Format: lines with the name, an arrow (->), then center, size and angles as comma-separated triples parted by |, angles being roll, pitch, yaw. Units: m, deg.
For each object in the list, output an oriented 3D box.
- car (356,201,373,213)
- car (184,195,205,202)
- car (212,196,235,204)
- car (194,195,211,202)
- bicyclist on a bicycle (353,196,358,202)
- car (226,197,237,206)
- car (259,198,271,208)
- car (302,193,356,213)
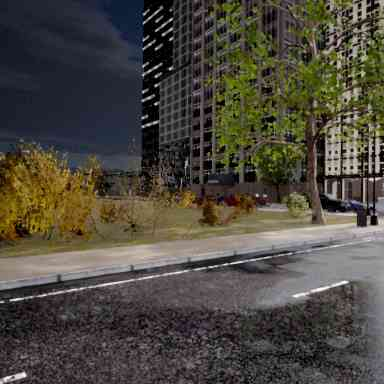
car -> 17.047, 1.497, 36.623 | 2.033, 1.411, 5.357 | 1, 0, -31
car -> 0.528, 1.395, 73.053 | 2.033, 1.411, 5.357 | 1, 0, -34
car -> 6.097, 1.526, 64.744 | 1.812, 1.442, 4.674 | 1, 0, -34
car -> 2.739, 1.305, 64.009 | 2.097, 1.767, 4.553 | 1, 0, -33
bicyclist on a bicycle -> 23.111, 1.398, 47.018 | 1.656, 1.620, 0.582 | 1, 0, -34
car -> 6.526, 1.360, 46.422 | 1.882, 1.535, 5.008 | 1, 0, -34
car -> 9.327, 1.455, 48.079 | 1.812, 1.442, 4.674 | 1, 0, -34
car -> 13.886, 1.123, 35.447 | 2.150, 2.045, 5.566 | 1, -1, -34
